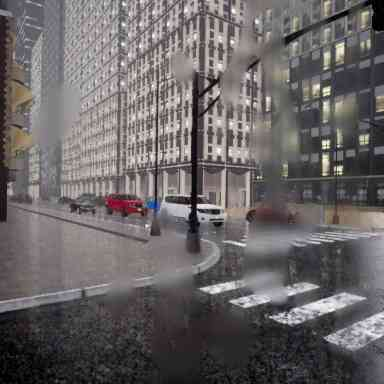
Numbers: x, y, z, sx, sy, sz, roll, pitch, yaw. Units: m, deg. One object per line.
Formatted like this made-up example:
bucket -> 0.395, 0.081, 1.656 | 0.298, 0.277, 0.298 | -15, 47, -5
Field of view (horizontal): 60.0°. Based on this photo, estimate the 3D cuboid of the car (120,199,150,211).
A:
car -> -7.309, 1.584, 42.388 | 2.008, 1.369, 4.403 | 1, -1, -35

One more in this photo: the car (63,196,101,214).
car -> -10.863, 1.427, 32.928 | 2.008, 1.369, 4.403 | 1, -1, -35

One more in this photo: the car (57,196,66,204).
car -> -22.510, 1.484, 59.284 | 1.812, 1.442, 4.674 | 1, -1, -35

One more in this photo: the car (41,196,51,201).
car -> -36.776, 1.570, 83.814 | 1.802, 1.307, 4.206 | 1, -1, -35

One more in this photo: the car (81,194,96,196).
car -> -17.097, 1.445, 51.681 | 1.882, 1.535, 5.008 | 1, -1, -35

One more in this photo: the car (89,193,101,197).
car -> -14.427, 1.380, 53.129 | 2.097, 1.767, 4.553 | 1, -1, -35

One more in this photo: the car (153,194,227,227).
car -> -0.088, 1.170, 22.257 | 2.150, 2.045, 5.566 | 1, -1, -35

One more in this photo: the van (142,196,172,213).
van -> -4.031, 1.382, 37.787 | 1.690, 1.788, 3.998 | 1, -1, -35

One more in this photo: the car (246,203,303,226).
car -> 5.789, 1.505, 23.977 | 1.967, 1.590, 4.097 | 1, -1, -35

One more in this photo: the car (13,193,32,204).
car -> -30.503, 1.154, 60.548 | 2.192, 1.841, 5.009 | 1, -1, -35

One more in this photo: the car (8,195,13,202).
car -> -37.055, 1.396, 69.752 | 1.947, 1.339, 4.313 | 1, -1, -35

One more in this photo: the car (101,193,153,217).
car -> -6.068, 1.155, 30.661 | 2.150, 2.045, 5.566 | 1, -1, -35

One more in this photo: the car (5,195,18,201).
car -> -40.328, 1.377, 74.355 | 2.008, 1.369, 4.403 | 1, -1, -35
